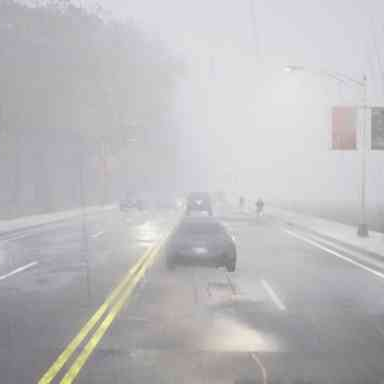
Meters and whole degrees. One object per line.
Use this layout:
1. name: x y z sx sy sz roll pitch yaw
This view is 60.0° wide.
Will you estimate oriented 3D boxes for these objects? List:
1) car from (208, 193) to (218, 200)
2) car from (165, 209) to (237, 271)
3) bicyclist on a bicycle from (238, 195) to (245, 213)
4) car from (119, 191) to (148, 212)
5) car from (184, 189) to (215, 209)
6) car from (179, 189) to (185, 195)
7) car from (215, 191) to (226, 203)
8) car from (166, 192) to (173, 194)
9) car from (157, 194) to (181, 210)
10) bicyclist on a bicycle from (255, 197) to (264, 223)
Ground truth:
1. car: 4.576 1.001 72.853 1.994 1.385 4.181 0 0 1
2. car: 0.271 1.471 10.640 1.994 1.385 4.181 0 1 1
3. bicyclist on a bicycle: 4.705 1.129 31.616 0.659 1.776 1.843 0 1 1
4. car: -5.982 0.886 34.567 2.150 2.045 5.566 0 0 1
5. car: 0.617 0.973 29.137 2.150 2.045 5.566 0 0 1
6. car: -1.819 0.276 78.369 2.150 2.045 5.566 0 0 1
7. car: 4.347 0.798 55.068 2.150 2.045 5.566 0 1 1
8. car: -5.129 0.787 75.325 1.837 1.490 4.892 0 0 1
9. car: -2.698 1.217 36.515 2.033 1.411 5.357 0 0 1
10. bicyclist on a bicycle: 4.534 1.204 22.419 0.659 1.776 1.843 0 1 1
